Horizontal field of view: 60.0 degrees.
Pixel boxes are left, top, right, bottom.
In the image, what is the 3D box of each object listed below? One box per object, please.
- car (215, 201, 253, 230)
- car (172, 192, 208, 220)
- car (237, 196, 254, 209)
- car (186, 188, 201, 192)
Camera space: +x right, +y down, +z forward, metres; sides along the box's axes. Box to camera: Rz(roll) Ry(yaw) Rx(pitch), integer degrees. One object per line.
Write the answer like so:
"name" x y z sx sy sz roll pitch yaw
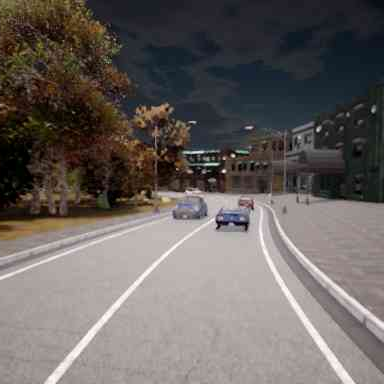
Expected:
"car" 2.637 1.501 20.718 1.895 1.301 4.718 1 1 11
"car" -0.055 1.149 26.107 2.097 1.767 4.553 1 1 12
"car" 6.114 1.199 38.250 1.812 1.442 4.674 1 1 8
"car" 0.461 0.201 67.338 2.150 2.045 5.566 -1 2 -19
